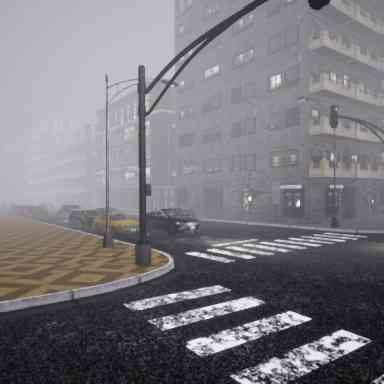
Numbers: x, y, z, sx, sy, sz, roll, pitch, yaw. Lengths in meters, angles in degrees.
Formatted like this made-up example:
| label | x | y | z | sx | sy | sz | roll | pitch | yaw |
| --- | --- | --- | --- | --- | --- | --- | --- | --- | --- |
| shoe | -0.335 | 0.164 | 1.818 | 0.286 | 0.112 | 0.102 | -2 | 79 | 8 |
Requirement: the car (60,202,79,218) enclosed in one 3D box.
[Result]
| label | x | y | z | sx | sy | sz | roll | pitch | yaw |
| --- | --- | --- | --- | --- | --- | --- | --- | --- | --- |
| car | -13.230 | 2.118 | 36.754 | 1.837 | 1.490 | 4.892 | -1 | -1 | -36 |

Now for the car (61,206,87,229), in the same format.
| label | x | y | z | sx | sy | sz | roll | pitch | yaw |
| --- | --- | --- | --- | --- | --- | --- | --- | --- | --- |
| car | -8.192 | 2.002 | 25.488 | 1.947 | 1.339 | 4.313 | -2 | 0 | -36 |

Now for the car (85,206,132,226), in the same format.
| label | x | y | z | sx | sy | sz | roll | pitch | yaw |
| --- | --- | --- | --- | --- | --- | --- | --- | --- | --- |
| car | -7.272 | 1.994 | 28.626 | 2.033 | 1.411 | 5.357 | -1 | -1 | -37 |

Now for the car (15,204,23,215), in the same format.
| label | x | y | z | sx | sy | sz | roll | pitch | yaw |
| --- | --- | --- | --- | --- | --- | --- | --- | --- | --- |
| car | -21.585 | 2.393 | 43.710 | 1.802 | 1.307 | 4.206 | -2 | 0 | -36 |

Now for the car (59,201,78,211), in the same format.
| label | x | y | z | sx | sy | sz | roll | pitch | yaw |
| --- | --- | --- | --- | --- | --- | --- | --- | --- | --- |
| car | -21.536 | 2.367 | 57.786 | 1.967 | 1.590 | 4.097 | -2 | 0 | -36 |

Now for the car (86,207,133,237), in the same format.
| label | x | y | z | sx | sy | sz | roll | pitch | yaw |
| --- | --- | --- | --- | --- | --- | --- | --- | --- | --- |
| car | -4.744 | 1.865 | 20.796 | 1.752 | 1.417 | 4.829 | -2 | 0 | -36 |

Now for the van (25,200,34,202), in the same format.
| label | x | y | z | sx | sy | sz | roll | pitch | yaw |
| --- | --- | --- | --- | --- | --- | --- | --- | --- | --- |
| van | -41.631 | 2.832 | 85.120 | 1.690 | 1.788 | 3.998 | -2 | 0 | -36 |

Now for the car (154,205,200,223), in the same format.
| label | x | y | z | sx | sy | sz | roll | pitch | yaw |
| --- | --- | --- | --- | --- | --- | --- | --- | --- | --- |
| car | -1.441 | 1.916 | 30.453 | 2.008 | 1.369 | 4.403 | -2 | 0 | -36 |

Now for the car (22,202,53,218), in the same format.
| label | x | y | z | sx | sy | sz | roll | pitch | yaw |
| --- | --- | --- | --- | --- | --- | --- | --- | --- | --- |
| car | -18.237 | 2.262 | 39.155 | 1.887 | 1.381 | 4.507 | -2 | 0 | -36 |

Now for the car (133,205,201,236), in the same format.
| label | x | y | z | sx | sy | sz | roll | pitch | yaw |
| --- | --- | --- | --- | --- | --- | --- | --- | --- | --- |
| car | -1.413 | 1.775 | 20.654 | 2.128 | 1.511 | 4.902 | -1 | -1 | -36 |

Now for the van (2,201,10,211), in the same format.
| label | x | y | z | sx | sy | sz | roll | pitch | yaw |
| --- | --- | --- | --- | --- | --- | --- | --- | --- | --- |
| van | -31.638 | 2.433 | 57.377 | 1.690 | 1.788 | 3.998 | -2 | 0 | -36 |

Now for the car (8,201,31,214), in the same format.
| label | x | y | z | sx | sy | sz | roll | pitch | yaw |
| --- | --- | --- | --- | --- | --- | --- | --- | --- | --- |
| car | -24.935 | 2.449 | 48.266 | 1.887 | 1.381 | 4.507 | -2 | 0 | -36 |
